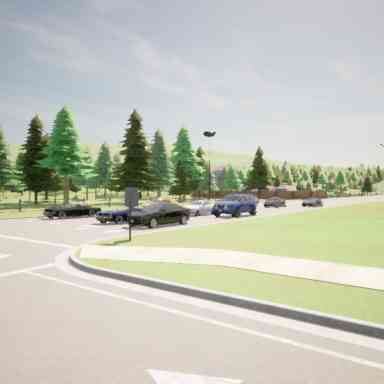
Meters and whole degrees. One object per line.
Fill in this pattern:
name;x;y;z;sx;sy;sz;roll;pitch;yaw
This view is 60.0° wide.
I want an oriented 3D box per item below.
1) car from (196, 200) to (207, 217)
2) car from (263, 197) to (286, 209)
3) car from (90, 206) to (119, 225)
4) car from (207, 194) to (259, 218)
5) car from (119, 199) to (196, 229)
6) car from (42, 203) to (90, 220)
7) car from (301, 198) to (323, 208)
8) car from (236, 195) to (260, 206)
car;0.736;1.526;31.851;1.812;1.442;4.674;0;0;36
car;11.690;1.506;46.759;1.837;1.490;4.892;0;0;37
car;-4.738;1.601;24.418;1.895;1.301;4.718;0;0;36
car;4.026;1.218;30.442;2.150;2.045;5.566;0;0;36
car;-2.124;1.478;22.057;1.882;1.535;5.008;0;0;36
car;-10.292;1.601;28.681;1.895;1.301;4.718;0;0;36
car;17.847;1.548;49.170;2.033;1.411;5.357;0;0;37
car;9.316;1.351;55.293;2.097;1.767;4.553;0;0;37
